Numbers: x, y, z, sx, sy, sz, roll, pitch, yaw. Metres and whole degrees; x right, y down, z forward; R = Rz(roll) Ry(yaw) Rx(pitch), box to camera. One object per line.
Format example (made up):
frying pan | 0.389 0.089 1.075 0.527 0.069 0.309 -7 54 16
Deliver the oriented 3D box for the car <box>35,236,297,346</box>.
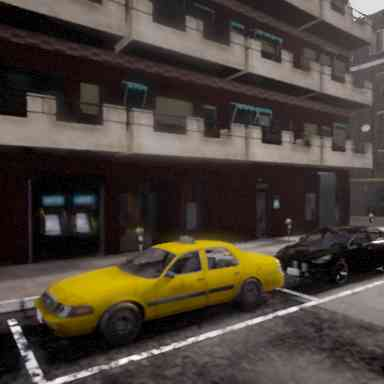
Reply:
car | -0.305 1.557 6.360 4.829 1.417 1.752 1 -1 -35

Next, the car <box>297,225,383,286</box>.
car | 4.331 1.652 9.664 4.313 1.339 1.947 1 -1 -35
